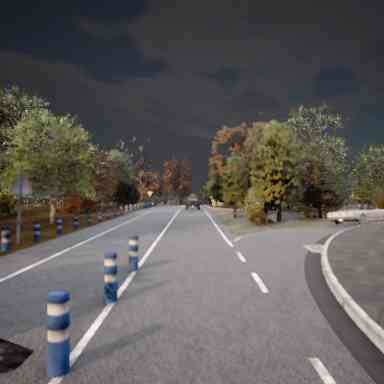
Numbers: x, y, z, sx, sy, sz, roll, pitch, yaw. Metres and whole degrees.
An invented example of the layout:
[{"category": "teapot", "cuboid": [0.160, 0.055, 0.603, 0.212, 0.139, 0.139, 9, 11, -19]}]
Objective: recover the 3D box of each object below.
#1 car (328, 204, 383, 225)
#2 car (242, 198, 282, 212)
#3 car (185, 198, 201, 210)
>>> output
[{"category": "car", "cuboid": [11.247, 1.473, 21.893, 4.718, 1.301, 1.895, 0, -6, -29]}, {"category": "car", "cuboid": [8.198, 1.418, 38.894, 2.097, 1.767, 4.553, 6, -5, -43]}, {"category": "car", "cuboid": [0.099, 1.562, 44.911, 1.837, 1.490, 4.892, 0, 0, 0]}]
